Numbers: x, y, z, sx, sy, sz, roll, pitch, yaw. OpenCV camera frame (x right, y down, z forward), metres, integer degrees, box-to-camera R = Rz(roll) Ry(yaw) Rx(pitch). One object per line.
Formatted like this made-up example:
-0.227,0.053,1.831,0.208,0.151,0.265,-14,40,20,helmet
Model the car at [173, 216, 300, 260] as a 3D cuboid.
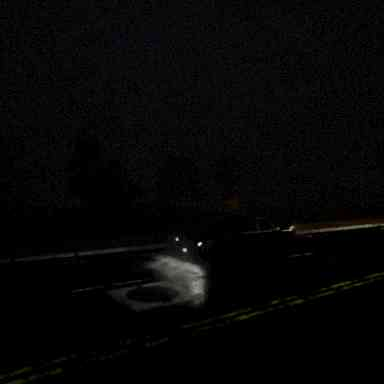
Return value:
1.926,1.647,13.028,5.357,1.411,2.033,1,0,-35,car
